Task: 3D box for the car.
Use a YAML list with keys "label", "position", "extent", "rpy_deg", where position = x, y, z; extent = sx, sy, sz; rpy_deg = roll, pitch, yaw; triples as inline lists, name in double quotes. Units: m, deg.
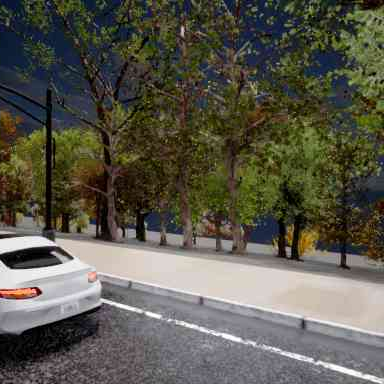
- label: "car"
  position: [-3.624, 1.525, 6.273]
  extent: [4.674, 1.442, 1.812]
  rpy_deg: [0, 0, 37]
